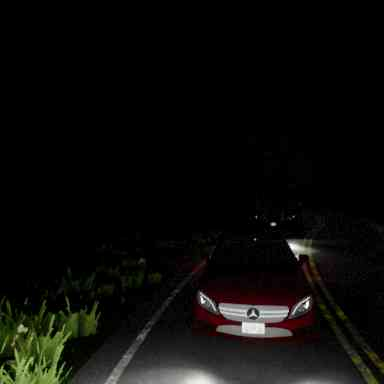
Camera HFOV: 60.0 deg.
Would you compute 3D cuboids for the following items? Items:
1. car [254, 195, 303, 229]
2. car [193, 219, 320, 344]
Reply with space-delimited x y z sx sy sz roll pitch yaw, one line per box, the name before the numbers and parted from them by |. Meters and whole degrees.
car | 5.000 1.213 18.841 2.150 2.045 5.566 -2 -1 22
car | 1.230 1.533 6.669 1.812 1.442 4.674 -1 0 11
